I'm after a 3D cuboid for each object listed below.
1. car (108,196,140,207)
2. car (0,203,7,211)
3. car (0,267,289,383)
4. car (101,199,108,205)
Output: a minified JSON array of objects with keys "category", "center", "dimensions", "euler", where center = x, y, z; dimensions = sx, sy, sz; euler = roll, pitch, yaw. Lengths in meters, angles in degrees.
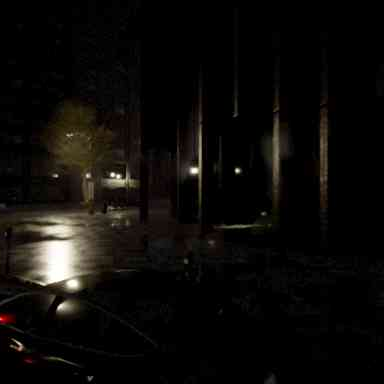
[{"category":"car","center":[-9.615,1.453,48.722],"dimensions":[1.994,1.385,4.181],"euler":[0,0,35]},{"category":"car","center":[-21.078,1.479,32.468],"dimensions":[2.033,1.411,5.357],"euler":[0,0,35]},{"category":"car","center":[-1.122,1.564,3.748],"dimensions":[4.313,1.339,1.947],"euler":[0,0,35]},{"category":"car","center":[-11.733,1.374,51.356],"dimensions":[1.837,1.490,4.892],"euler":[0,0,35]}]
